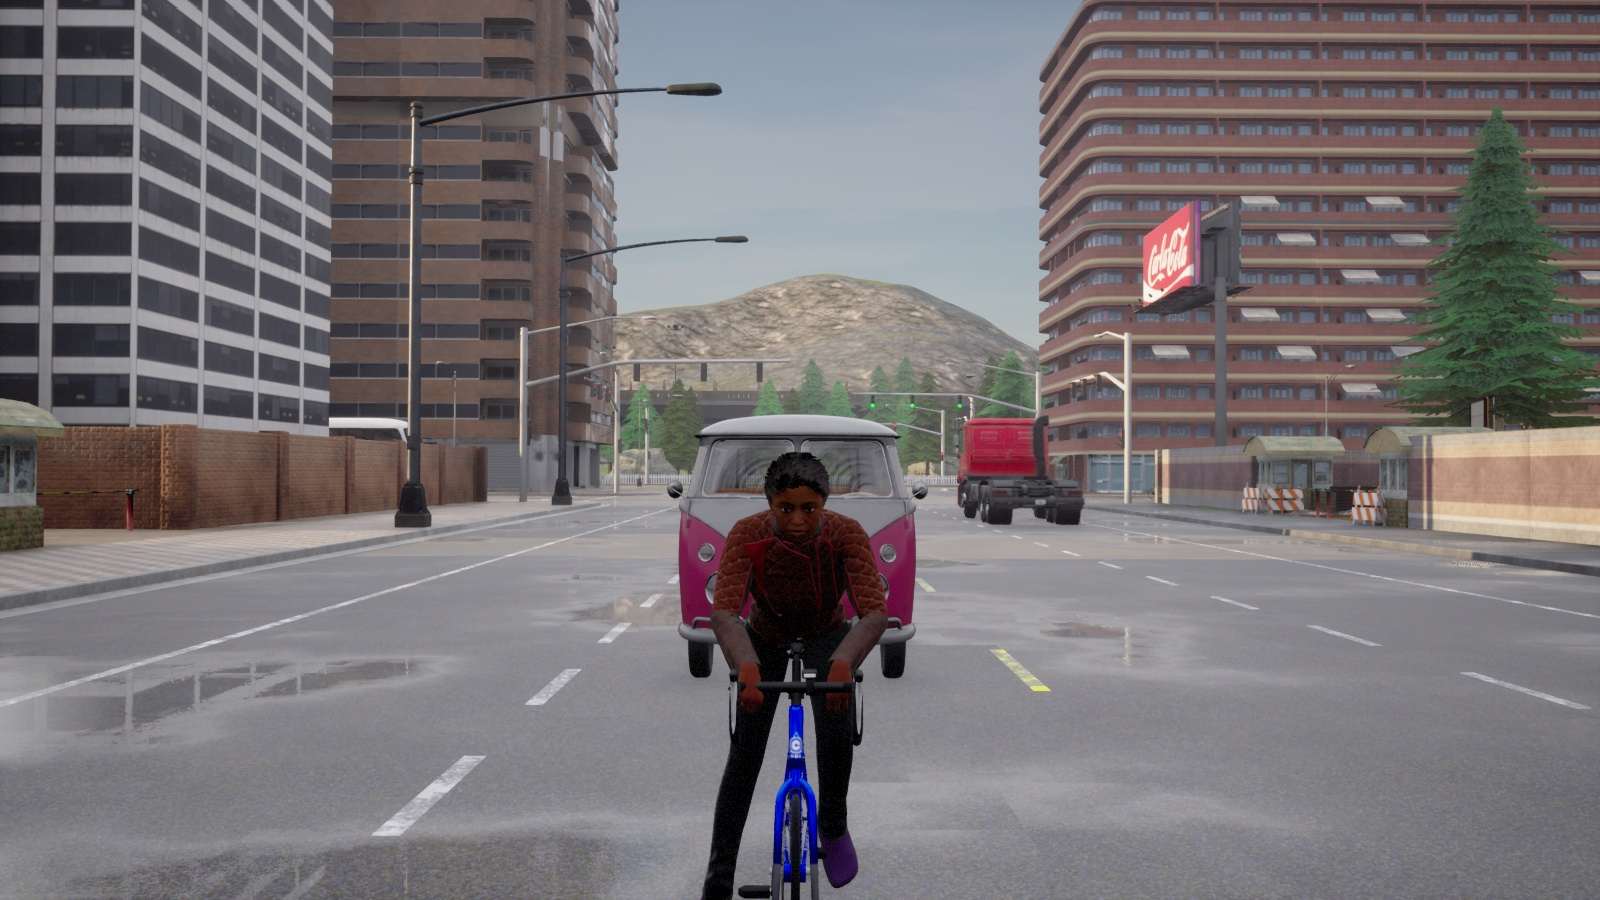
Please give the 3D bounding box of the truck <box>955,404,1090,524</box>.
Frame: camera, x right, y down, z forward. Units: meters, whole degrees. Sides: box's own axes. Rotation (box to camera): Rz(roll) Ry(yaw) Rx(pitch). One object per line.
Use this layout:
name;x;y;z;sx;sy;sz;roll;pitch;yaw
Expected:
truck;6.941;0.480;40.300;2.891;3.462;7.936;0;-1;0

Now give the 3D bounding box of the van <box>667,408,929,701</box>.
van;-0.015;0.748;10.772;1.775;1.987;4.442;0;-1;0

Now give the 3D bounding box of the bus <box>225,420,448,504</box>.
bus;-24.146;0.639;65.914;10.273;4.253;3.944;0;-1;0

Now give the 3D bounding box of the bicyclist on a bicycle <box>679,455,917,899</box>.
bicyclist on a bicycle;-0.005;0.833;3.919;0.582;1.620;1.656;0;-1;0
